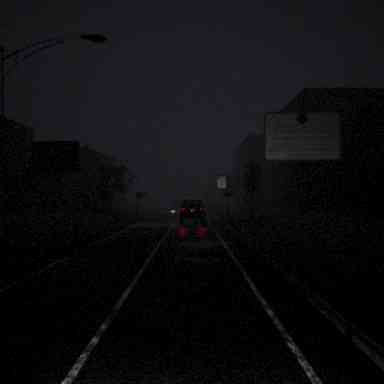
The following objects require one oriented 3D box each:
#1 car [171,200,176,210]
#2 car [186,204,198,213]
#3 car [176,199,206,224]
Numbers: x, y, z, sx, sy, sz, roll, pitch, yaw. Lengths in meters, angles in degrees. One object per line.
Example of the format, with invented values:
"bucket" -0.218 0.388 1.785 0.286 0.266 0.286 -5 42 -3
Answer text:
"car" -3.006 2.653 67.268 2.150 2.045 5.566 0 -1 0
"car" 0.001 2.762 56.024 1.895 1.301 4.718 0 -1 0
"car" 0.040 1.702 29.812 2.150 2.045 5.566 0 -2 1
